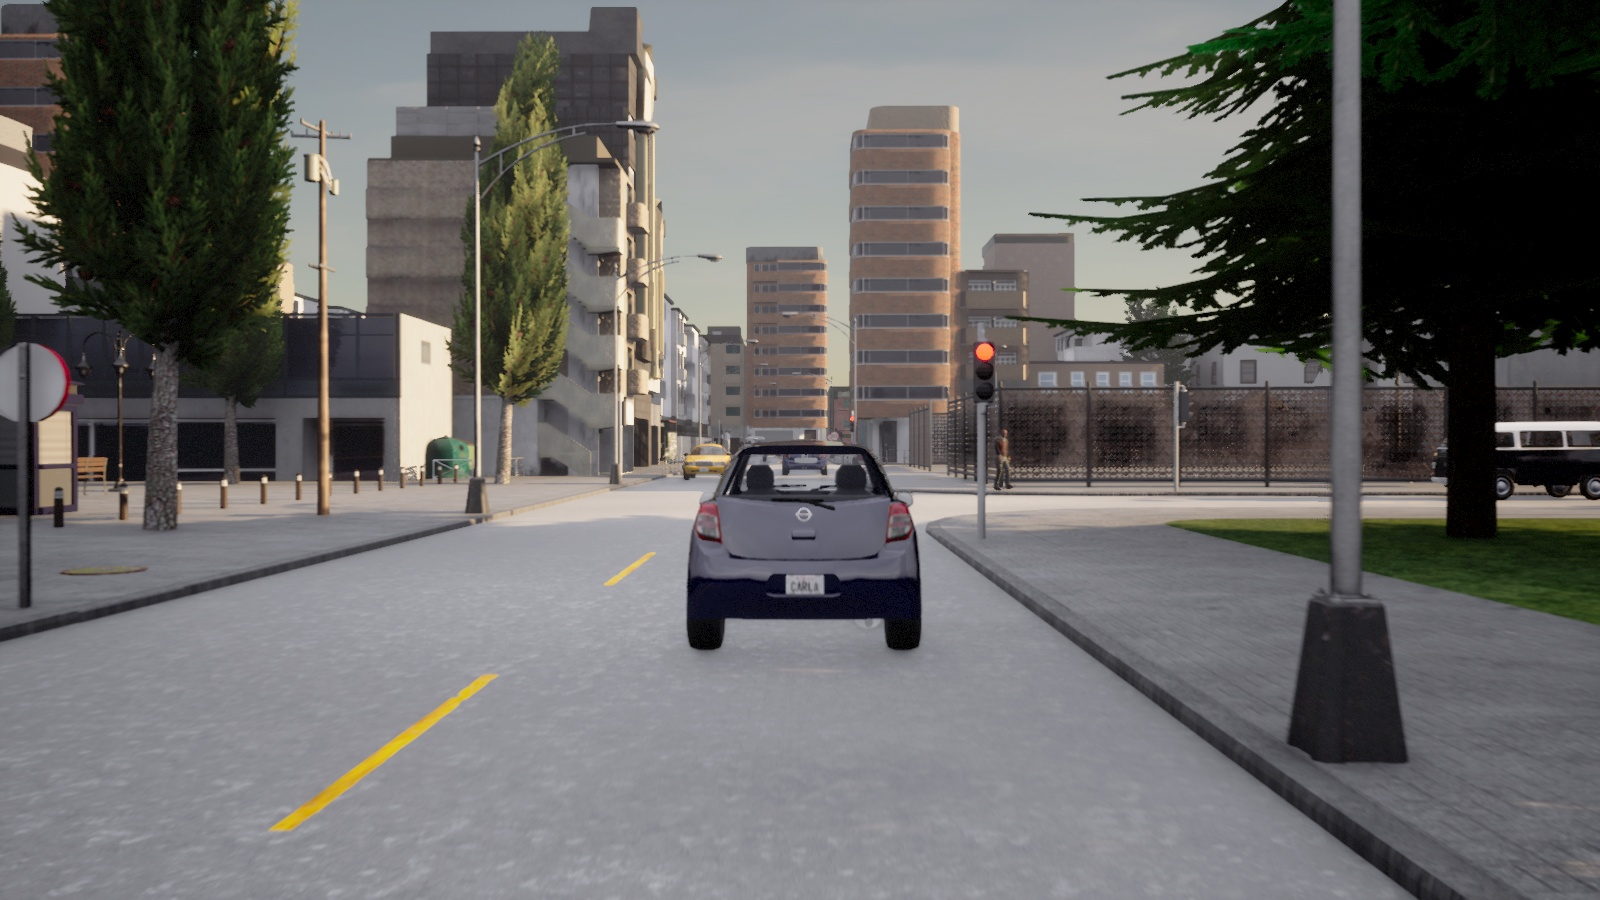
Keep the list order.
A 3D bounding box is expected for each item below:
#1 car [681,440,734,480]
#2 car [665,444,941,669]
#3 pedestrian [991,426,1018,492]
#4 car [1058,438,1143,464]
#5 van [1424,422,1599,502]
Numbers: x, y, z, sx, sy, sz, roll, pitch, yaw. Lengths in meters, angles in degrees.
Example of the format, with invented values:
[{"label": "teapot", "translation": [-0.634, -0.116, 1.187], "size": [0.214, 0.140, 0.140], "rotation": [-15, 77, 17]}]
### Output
[{"label": "car", "translation": [-3.784, 0.388, 52.167], "size": [1.801, 1.575, 5.366], "rotation": [0, 0, 0]}, {"label": "car", "translation": [0.046, 0.703, 10.212], "size": [1.845, 1.501, 3.633], "rotation": [0, 0, 1]}, {"label": "pedestrian", "translation": [5.874, 0.257, 36.046], "size": [0.376, 1.854, 0.720], "rotation": [0, 0, -35]}, {"label": "car", "translation": [19.625, 0.077, 82.196], "size": [5.027, 1.651, 2.152], "rotation": [0, 0, -1]}, {"label": "van", "translation": [19.108, 0.300, 32.901], "size": [4.480, 2.038, 2.069], "rotation": [0, 0, -1]}]
